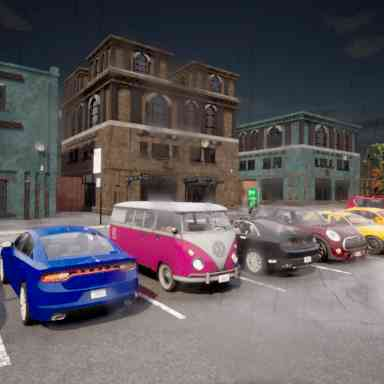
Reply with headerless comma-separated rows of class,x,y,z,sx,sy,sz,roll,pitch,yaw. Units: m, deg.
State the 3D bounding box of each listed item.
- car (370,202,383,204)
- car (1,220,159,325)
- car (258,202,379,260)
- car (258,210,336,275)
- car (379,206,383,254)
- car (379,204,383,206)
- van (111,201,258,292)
car,12.905,1.521,18.687,2.002,1.452,4.674,0,0,-36
car,-2.937,1.480,7.346,2.097,1.535,5.008,0,0,-36
car,3.935,1.356,12.307,2.185,1.767,4.553,0,0,-36
car,1.592,1.483,10.584,2.231,1.521,4.892,0,0,-36
car,6.223,1.479,13.677,1.946,1.575,5.366,0,0,-36
car,8.376,1.481,15.451,2.097,1.535,5.008,0,0,-36
van,-0.608,1.256,8.875,1.878,1.987,4.442,0,0,-36
